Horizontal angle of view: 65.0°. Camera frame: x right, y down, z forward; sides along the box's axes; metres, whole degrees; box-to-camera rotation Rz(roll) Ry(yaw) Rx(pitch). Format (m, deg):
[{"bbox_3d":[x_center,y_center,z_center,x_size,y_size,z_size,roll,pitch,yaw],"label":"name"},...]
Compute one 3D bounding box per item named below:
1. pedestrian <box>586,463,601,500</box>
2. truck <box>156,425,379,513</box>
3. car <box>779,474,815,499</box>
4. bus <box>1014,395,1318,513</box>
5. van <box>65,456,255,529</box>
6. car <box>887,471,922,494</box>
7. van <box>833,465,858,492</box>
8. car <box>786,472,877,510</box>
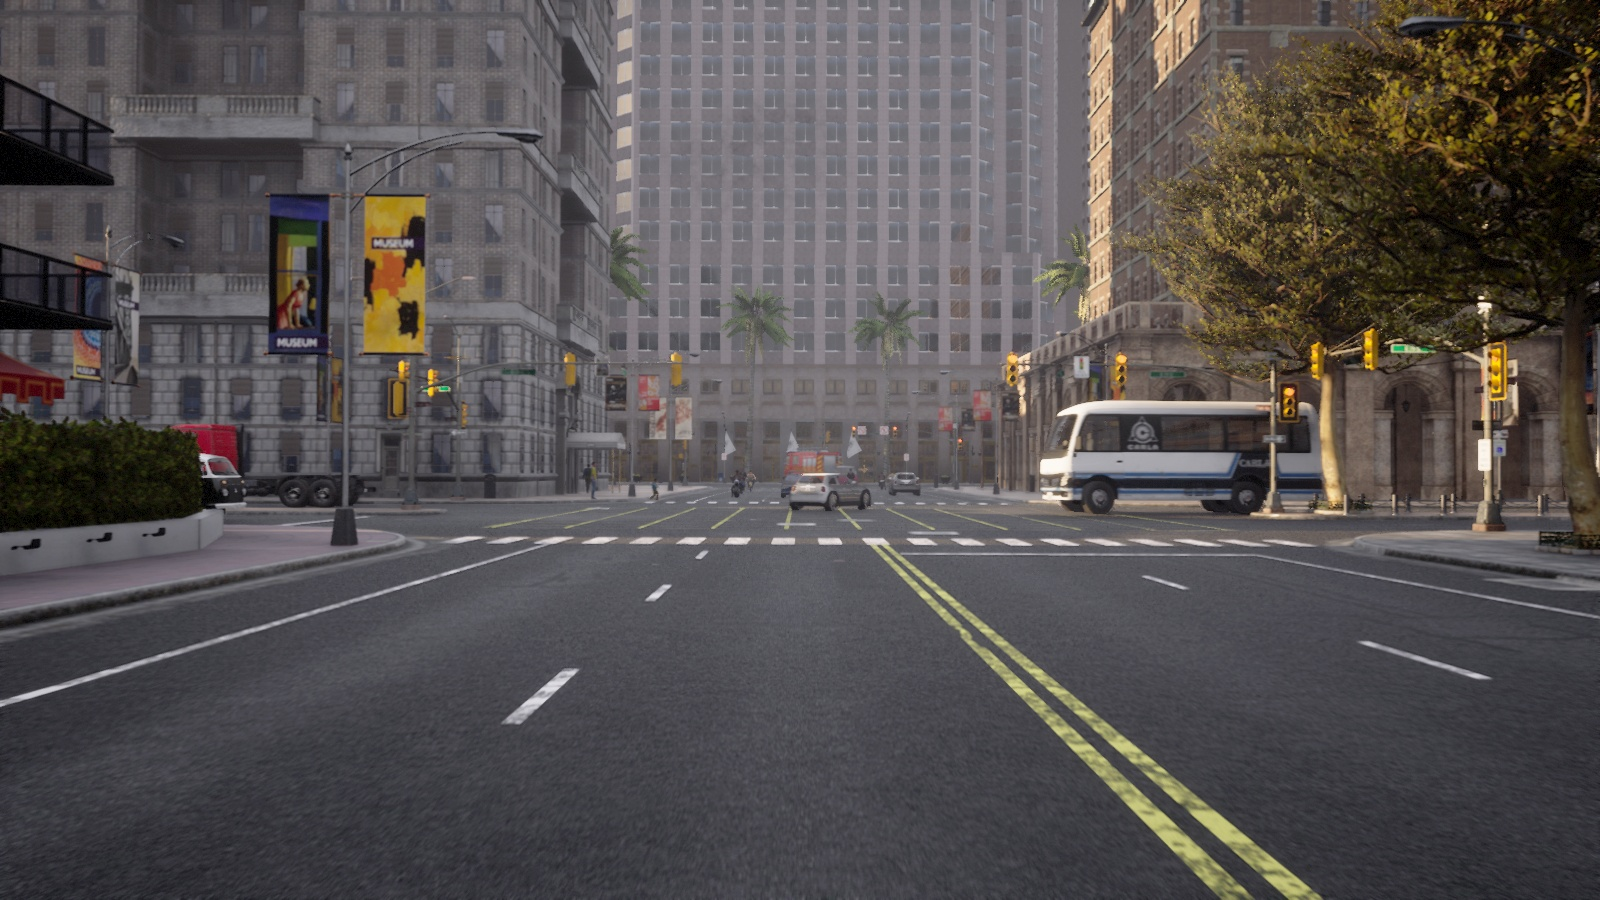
[{"bbox_3d":[-10.096,1.541,61.499,0.706,1.836,0.354,0,-1,-10],"label":"pedestrian"},{"bbox_3d":[-21.769,0.785,51.653,7.936,3.462,2.891,0,-1,0],"label":"truck"},{"bbox_3d":[-0.184,2.095,73.570,2.033,1.411,5.357,0,-1,0],"label":"car"},{"bbox_3d":[13.709,0.181,47.657,10.273,4.253,3.944,0,-2,-5],"label":"bus"},{"bbox_3d":[-18.618,1.226,36.668,4.480,2.038,2.069,0,-1,0],"label":"van"},{"bbox_3d":[6.822,2.131,82.316,1.970,1.475,3.806,0,-1,0],"label":"car"},{"bbox_3d":[3.421,2.153,95.509,1.775,1.987,4.442,0,-1,0],"label":"van"},{"bbox_3d":[1.310,1.619,50.450,1.970,1.475,3.806,-1,-1,32],"label":"car"}]
